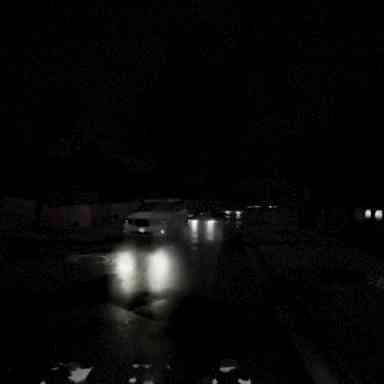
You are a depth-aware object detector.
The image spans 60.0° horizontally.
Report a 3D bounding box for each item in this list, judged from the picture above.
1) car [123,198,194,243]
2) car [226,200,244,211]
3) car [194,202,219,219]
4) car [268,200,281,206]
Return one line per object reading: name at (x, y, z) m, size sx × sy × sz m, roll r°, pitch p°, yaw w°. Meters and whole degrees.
car at (-1.654, 1.366, 17.562) m, size 2.150 × 2.045 × 5.566 m, roll 0°, pitch 0°, yaw 12°
car at (6.302, 1.929, 48.293) m, size 1.812 × 1.442 × 4.674 m, roll 0°, pitch -1°, yaw 21°
car at (1.409, 1.753, 32.261) m, size 1.837 × 1.490 × 4.892 m, roll 0°, pitch 0°, yaw 14°
car at (18.215, 2.460, 73.021) m, size 1.994 × 1.385 × 4.181 m, roll -1°, pitch -2°, yaw 30°
